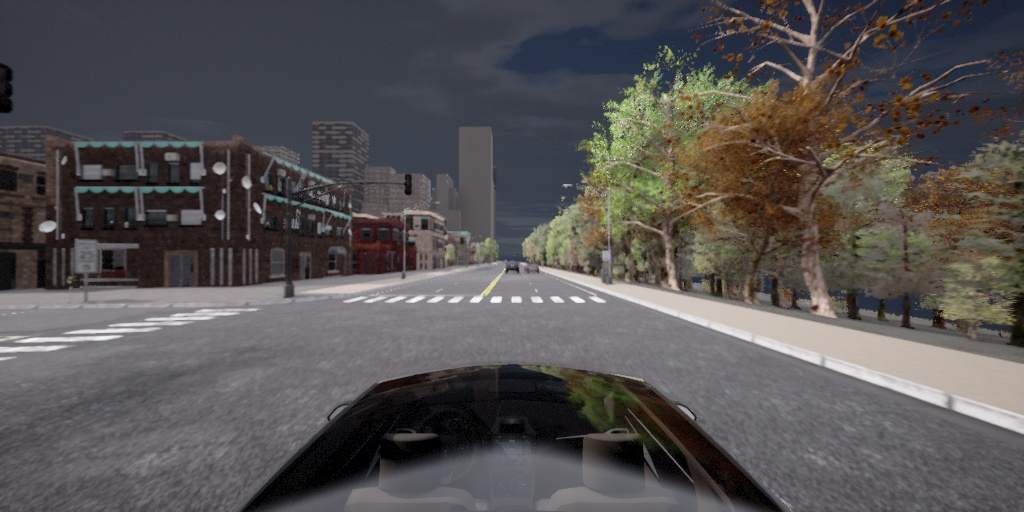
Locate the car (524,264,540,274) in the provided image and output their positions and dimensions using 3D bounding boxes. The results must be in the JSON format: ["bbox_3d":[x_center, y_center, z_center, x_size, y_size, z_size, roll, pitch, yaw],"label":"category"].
[{"bbox_3d":[3.346,1.987,56.859,2.128,1.511,4.902,0,-1,0],"label":"car"}]

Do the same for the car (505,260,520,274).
[{"bbox_3d":[0.093,1.714,56.696,2.150,2.045,5.566,0,-1,1],"label":"car"}]
